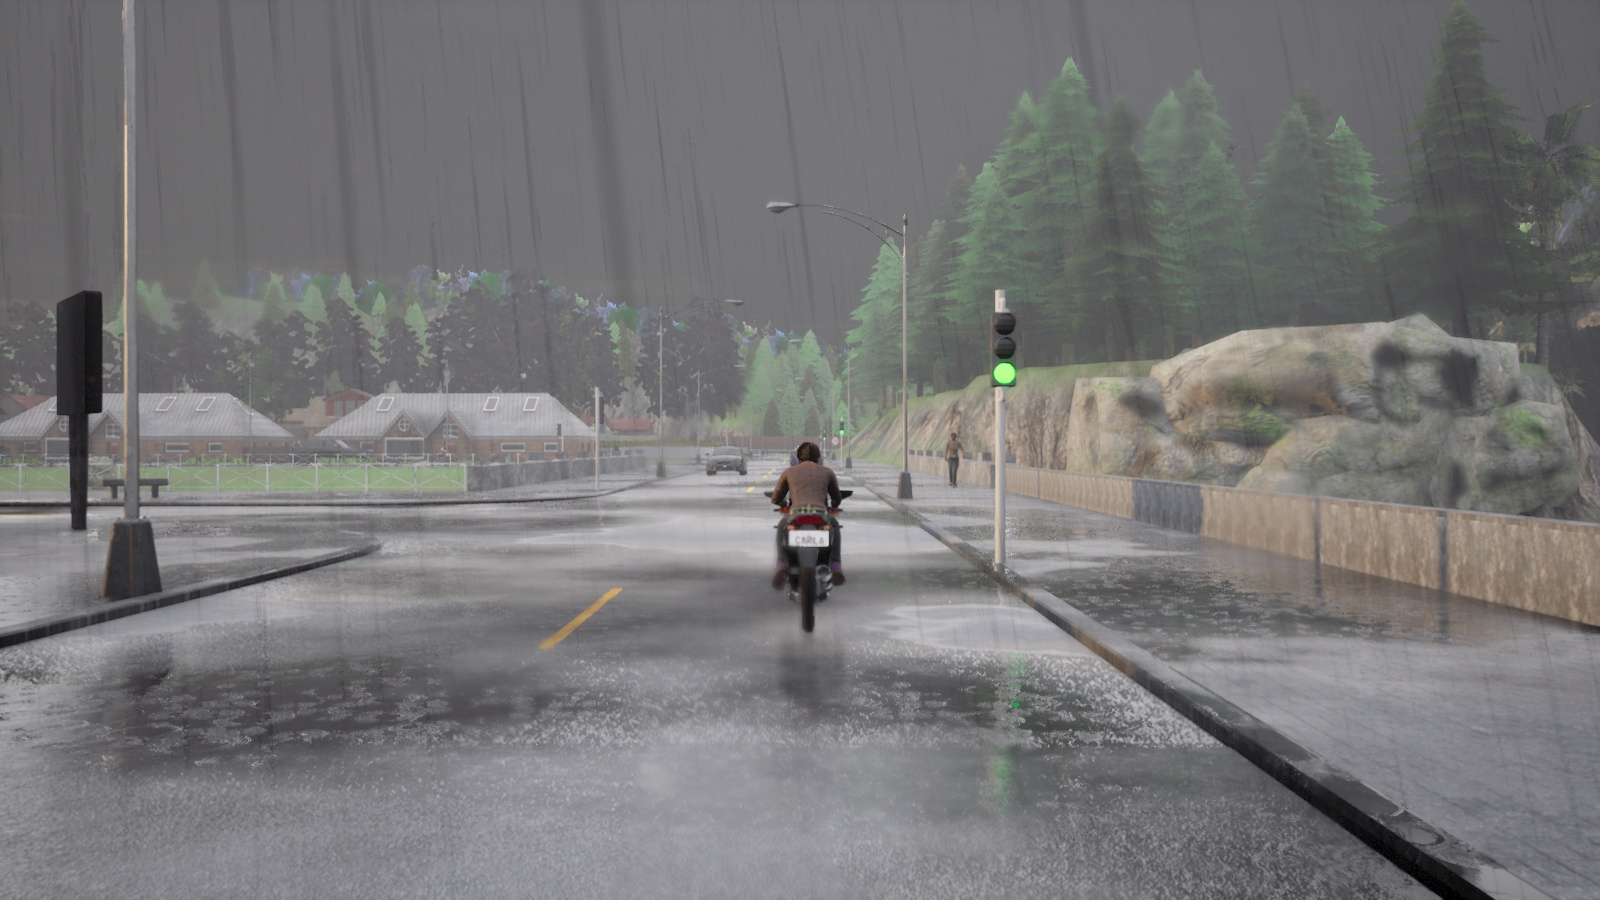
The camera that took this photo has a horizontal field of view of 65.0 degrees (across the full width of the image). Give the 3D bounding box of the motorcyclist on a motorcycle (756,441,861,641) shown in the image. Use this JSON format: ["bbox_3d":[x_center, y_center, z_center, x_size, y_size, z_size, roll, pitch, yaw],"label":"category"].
[{"bbox_3d":[0.071,0.692,10.596,0.797,1.523,2.044,0,0,0],"label":"motorcyclist on a motorcycle"}]

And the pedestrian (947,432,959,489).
[{"bbox_3d":[4.924,0.321,40.378,0.328,1.805,0.869,0,0,9],"label":"pedestrian"}]

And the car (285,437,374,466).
[{"bbox_3d":[-33.918,0.125,90.600,5.566,2.045,2.150,0,0,0],"label":"car"}]

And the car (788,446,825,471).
[{"bbox_3d":[0.414,0.485,75.679,2.163,1.488,4.792,0,0,0],"label":"car"}]

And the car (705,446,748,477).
[{"bbox_3d":[-3.652,0.530,63.266,1.837,1.490,4.892,0,0,0],"label":"car"}]
